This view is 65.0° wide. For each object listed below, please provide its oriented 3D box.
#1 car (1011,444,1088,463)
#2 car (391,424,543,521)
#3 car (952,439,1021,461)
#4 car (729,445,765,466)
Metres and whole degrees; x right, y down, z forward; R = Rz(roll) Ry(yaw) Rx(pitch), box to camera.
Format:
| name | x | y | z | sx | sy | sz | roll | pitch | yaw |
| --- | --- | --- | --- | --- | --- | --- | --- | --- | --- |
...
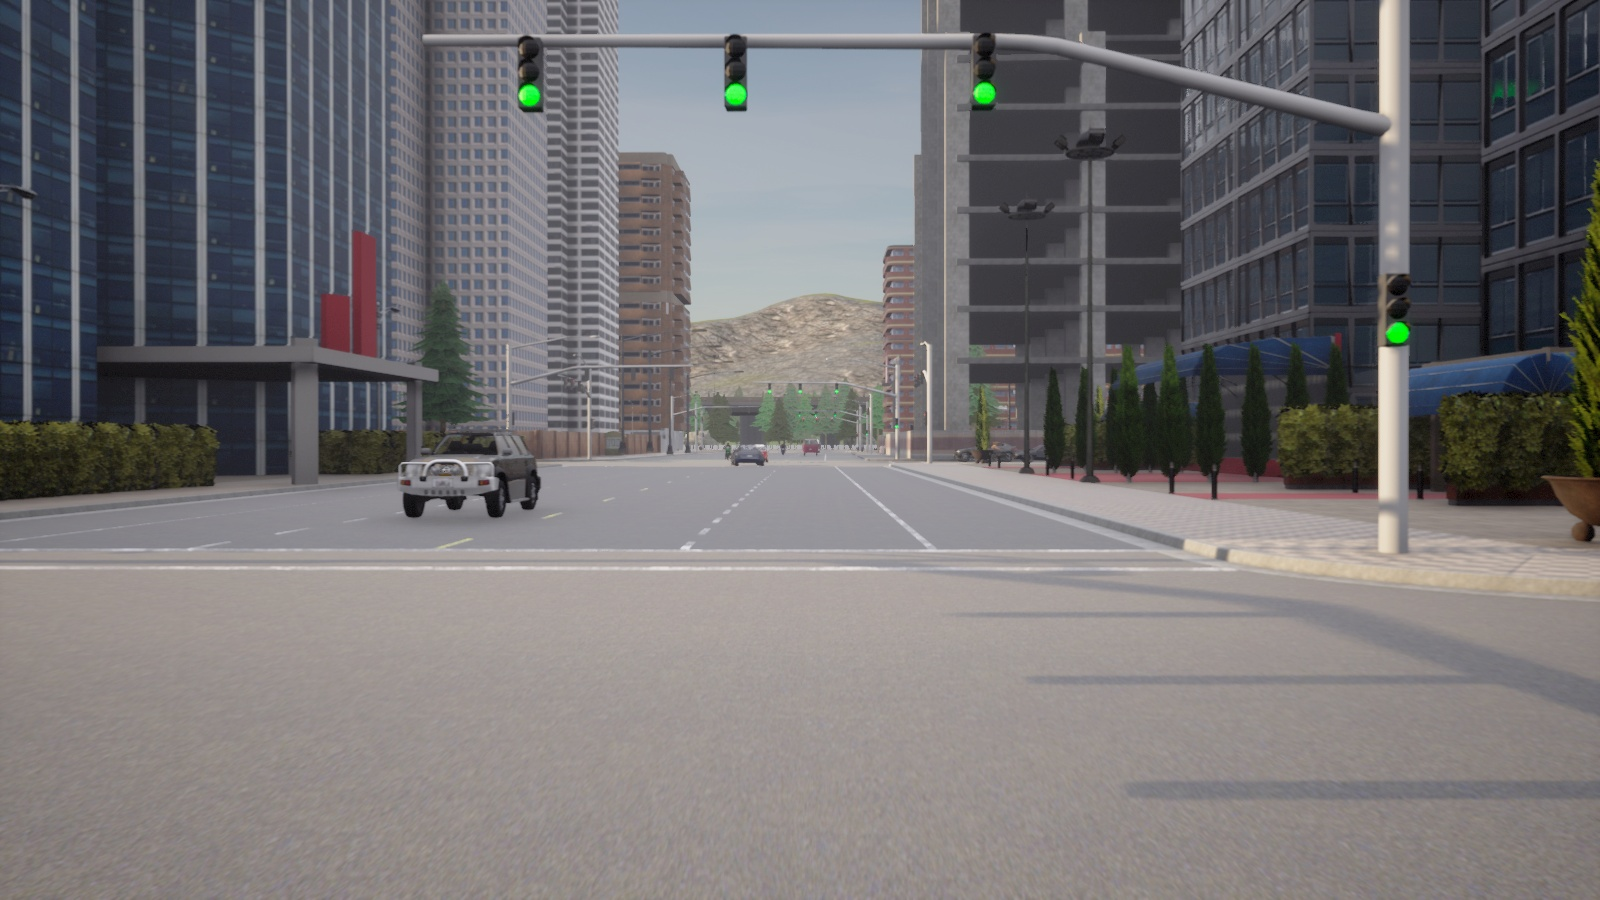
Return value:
| name | x | y | z | sx | sy | sz | roll | pitch | yaw |
| --- | --- | --- | --- | --- | --- | --- | --- | --- | --- |
| car | 18.588 | 0.281 | 93.759 | 5.357 | 1.411 | 2.033 | 0 | 0 | 1 |
| car | -6.832 | 0.409 | 26.300 | 1.932 | 1.855 | 4.605 | 0 | 0 | 1 |
| car | 14.440 | -0.012 | 97.309 | 5.027 | 1.651 | 2.152 | 0 | 0 | 1 |
| car | -3.508 | 0.343 | 82.484 | 1.994 | 1.385 | 4.181 | 0 | 0 | -8 |
